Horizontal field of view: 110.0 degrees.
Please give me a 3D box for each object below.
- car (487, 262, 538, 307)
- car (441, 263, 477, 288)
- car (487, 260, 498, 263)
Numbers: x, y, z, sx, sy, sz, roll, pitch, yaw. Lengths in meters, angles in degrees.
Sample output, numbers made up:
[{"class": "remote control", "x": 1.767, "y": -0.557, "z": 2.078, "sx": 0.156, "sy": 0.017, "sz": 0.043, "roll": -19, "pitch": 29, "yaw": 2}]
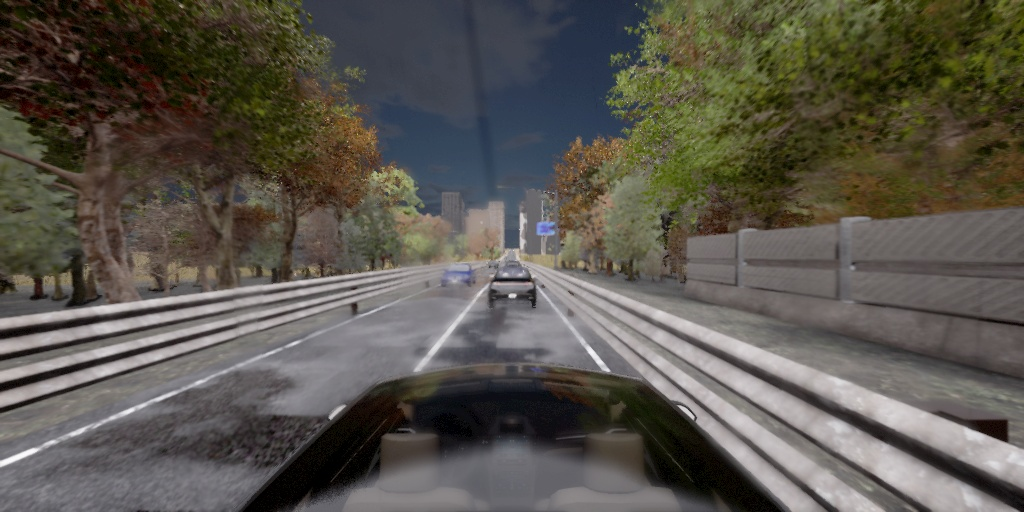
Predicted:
[{"class": "car", "x": 0.041, "y": 1.183, "z": 14.991, "sx": 2.128, "sy": 1.511, "sz": 4.902, "roll": 0, "pitch": 0, "yaw": 1}, {"class": "car", "x": -3.348, "y": 1.215, "z": 23.283, "sx": 1.812, "sy": 1.442, "sz": 4.674, "roll": 0, "pitch": 0, "yaw": 0}, {"class": "car", "x": -3.293, "y": 1.483, "z": 63.428, "sx": 1.837, "sy": 1.490, "sz": 4.892, "roll": 0, "pitch": -1, "yaw": 1}]
